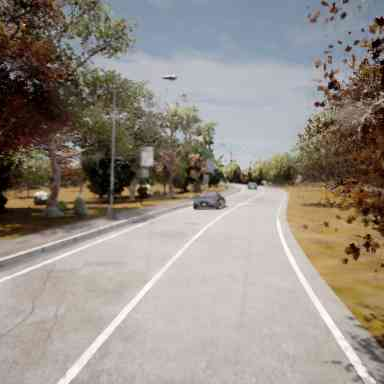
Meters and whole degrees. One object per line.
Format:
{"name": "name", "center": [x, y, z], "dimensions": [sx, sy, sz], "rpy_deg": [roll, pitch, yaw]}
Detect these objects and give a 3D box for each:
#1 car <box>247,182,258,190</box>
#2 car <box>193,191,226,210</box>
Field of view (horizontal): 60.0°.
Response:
{"name": "car", "center": [11.987, -1.211, 66.023], "dimensions": [2.128, 1.511, 4.902], "rpy_deg": [1, 3, 9]}
{"name": "car", "center": [1.440, 0.642, 26.426], "dimensions": [1.994, 1.385, 4.181], "rpy_deg": [0, 3, 16]}
